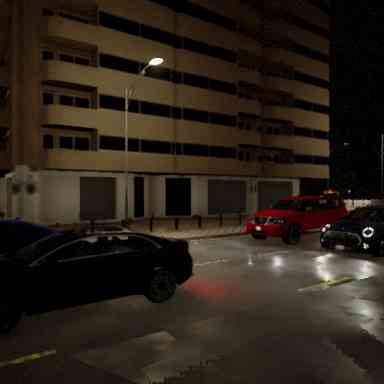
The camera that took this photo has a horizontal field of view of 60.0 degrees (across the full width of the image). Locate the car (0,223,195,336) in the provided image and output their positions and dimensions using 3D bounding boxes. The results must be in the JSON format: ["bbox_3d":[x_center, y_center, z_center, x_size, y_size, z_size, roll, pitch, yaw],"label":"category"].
[{"bbox_3d":[-2.260,1.491,6.682,4.902,1.511,2.128,0,0,-33],"label":"car"}]

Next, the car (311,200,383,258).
[{"bbox_3d":[7.031,1.345,12.836,4.553,1.767,2.097,0,0,-33],"label":"car"}]

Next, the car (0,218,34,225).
[{"bbox_3d":[-5.504,1.476,8.730,5.008,1.535,1.882,0,0,-34],"label":"car"}]

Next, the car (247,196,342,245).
[{"bbox_3d":[5.158,1.216,15.791,5.566,2.045,2.150,0,0,-33],"label":"car"}]
